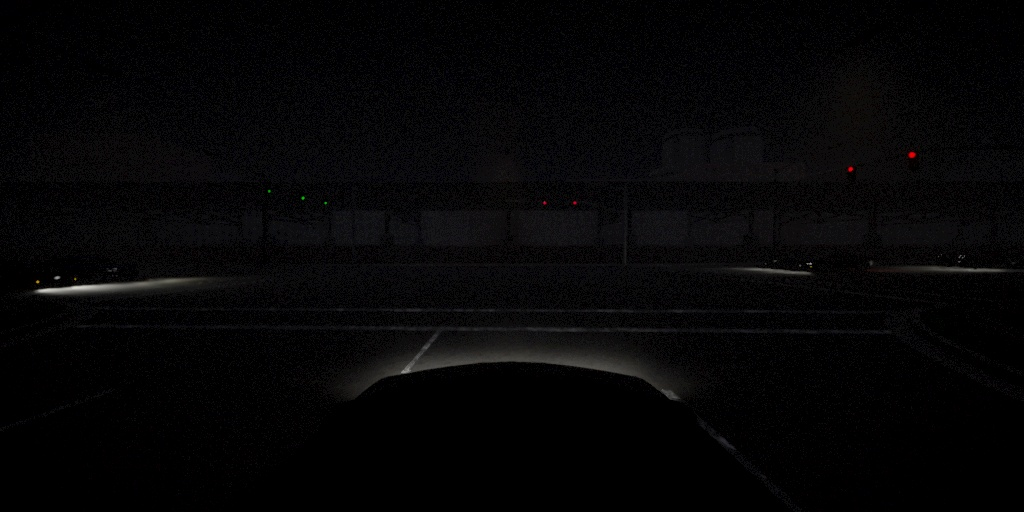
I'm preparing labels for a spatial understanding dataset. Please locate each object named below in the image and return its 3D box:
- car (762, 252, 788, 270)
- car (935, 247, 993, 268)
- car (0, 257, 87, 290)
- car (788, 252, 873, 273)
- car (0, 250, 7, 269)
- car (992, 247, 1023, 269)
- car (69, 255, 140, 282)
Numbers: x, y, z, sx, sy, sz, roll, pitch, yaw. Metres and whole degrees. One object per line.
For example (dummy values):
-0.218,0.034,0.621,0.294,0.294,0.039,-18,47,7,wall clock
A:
24.122,0.374,30.725,4.674,1.442,1.812,-1,1,2,car
38.991,0.011,30.303,4.553,1.767,2.097,-1,1,2,car
-24.550,0.895,17.851,4.181,1.385,1.994,0,1,2,car
24.336,0.436,27.213,4.892,1.490,1.837,-1,1,1,car
-49.629,0.301,32.615,4.553,1.767,2.097,0,1,2,car
39.999,0.223,26.781,4.902,1.511,2.128,-1,1,2,car
-25.188,0.717,21.368,5.008,1.535,1.882,0,1,2,car
